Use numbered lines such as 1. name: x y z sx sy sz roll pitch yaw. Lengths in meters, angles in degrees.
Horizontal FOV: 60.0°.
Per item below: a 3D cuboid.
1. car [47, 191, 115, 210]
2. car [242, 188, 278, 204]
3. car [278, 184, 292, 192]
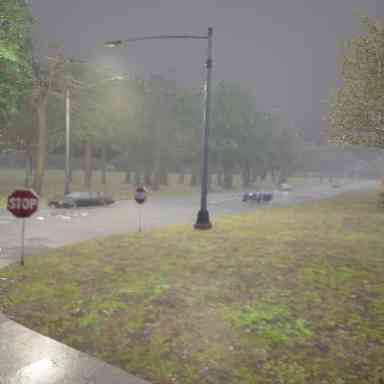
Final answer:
1. car: -8.737 0.619 26.730 2.033 1.411 5.357 4 4 35
2. car: 7.566 0.277 37.781 2.097 1.767 4.553 4 4 35
3. car: 18.209 -0.820 65.150 1.812 1.442 4.674 4 5 35
